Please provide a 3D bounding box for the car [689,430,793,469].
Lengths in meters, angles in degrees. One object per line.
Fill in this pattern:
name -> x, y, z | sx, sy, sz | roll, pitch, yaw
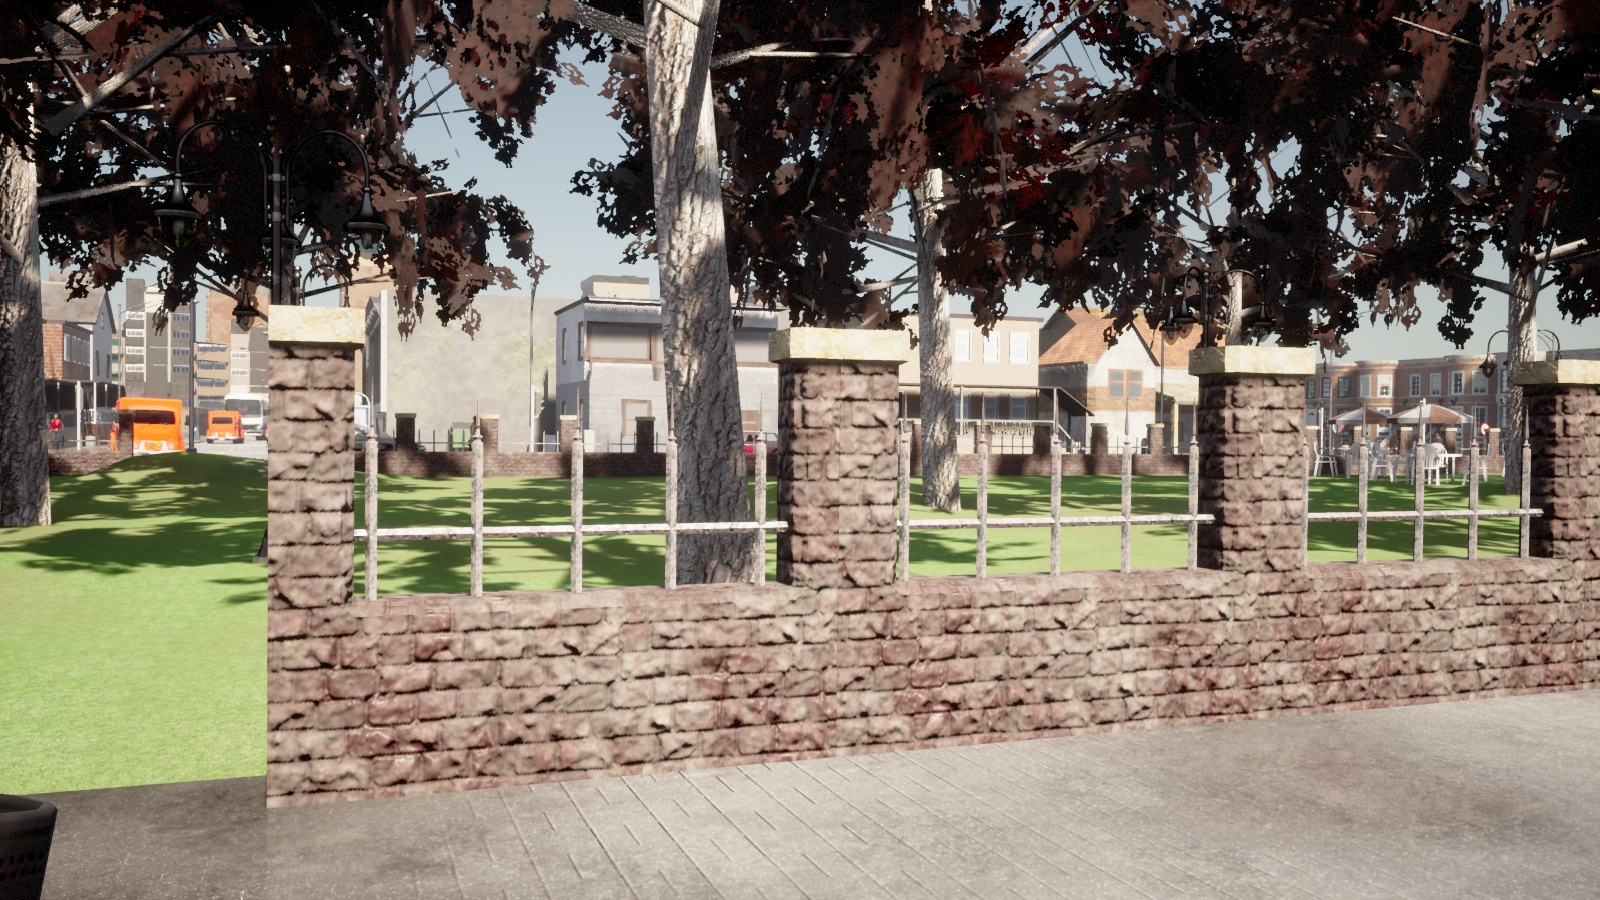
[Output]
car -> -2.411, -0.045, 51.313 | 3.806, 1.475, 1.970 | -1, 1, -21

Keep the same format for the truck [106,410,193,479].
truck -> -24.837, -0.202, 47.827 | 2.627, 2.467, 5.204 | 1, 0, -30

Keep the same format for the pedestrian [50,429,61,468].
pedestrian -> -35.770, -0.087, 60.324 | 0.331, 1.846, 0.636 | -1, 1, -23

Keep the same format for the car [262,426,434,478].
car -> -15.150, 0.051, 42.342 | 5.027, 1.651, 2.152 | -1, 1, -5
